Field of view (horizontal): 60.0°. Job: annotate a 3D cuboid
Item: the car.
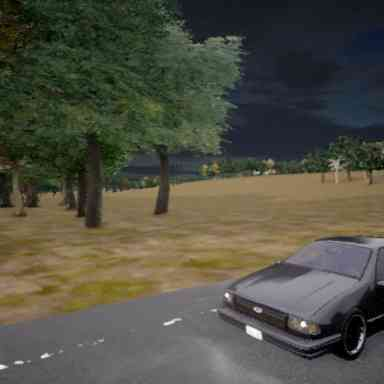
[{"bbox_3d":[3.022,1.555,6.149,5.357,1.411,2.033,0,0,-36],"label":"car"}]
